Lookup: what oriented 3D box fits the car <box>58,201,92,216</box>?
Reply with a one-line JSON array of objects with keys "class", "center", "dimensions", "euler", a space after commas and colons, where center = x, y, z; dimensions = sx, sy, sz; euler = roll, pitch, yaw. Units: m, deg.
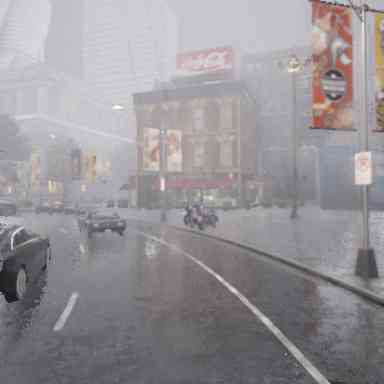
[{"class": "car", "center": [-10.818, 1.694, 31.987], "dimensions": [1.895, 1.301, 4.718], "euler": [-1, 0, -40]}]

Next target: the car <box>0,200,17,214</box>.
[{"class": "car", "center": [-21.064, 1.702, 36.454], "dimensions": [4.892, 1.490, 1.837], "euler": [-1, 0, 36]}]

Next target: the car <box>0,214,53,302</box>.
[{"class": "car", "center": [-4.764, 1.536, 8.109], "dimensions": [2.128, 1.511, 4.902], "euler": [0, 0, -13]}]

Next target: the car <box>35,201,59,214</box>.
[{"class": "car", "center": [-15.069, 1.660, 35.830], "dimensions": [4.674, 1.452, 2.002], "euler": [-1, 0, 40]}]

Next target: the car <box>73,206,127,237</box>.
[{"class": "car", "center": [-5.126, 1.647, 18.416], "dimensions": [1.895, 1.301, 4.718], "euler": [-1, 0, -26]}]
